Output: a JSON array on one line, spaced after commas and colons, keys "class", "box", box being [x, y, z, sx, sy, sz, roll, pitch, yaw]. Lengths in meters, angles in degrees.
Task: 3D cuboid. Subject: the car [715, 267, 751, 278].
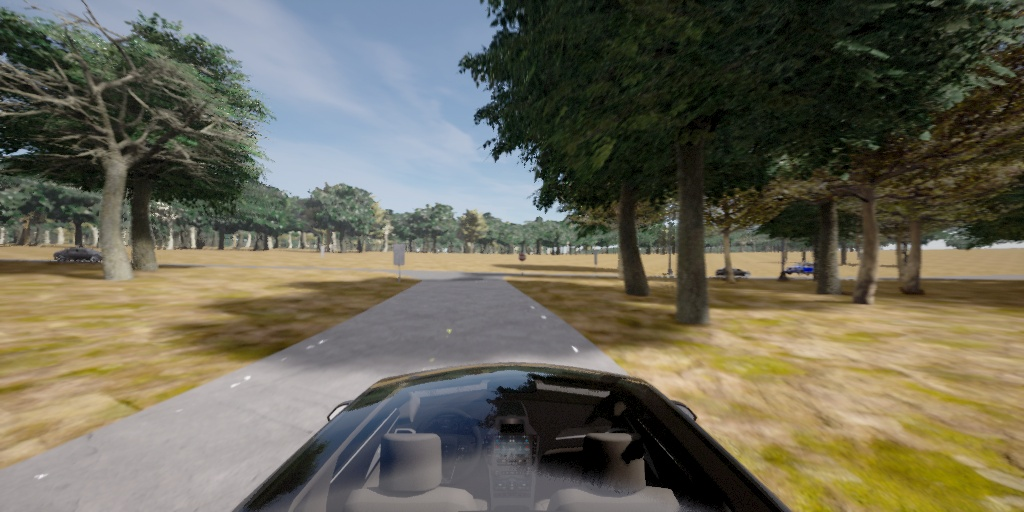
[{"class": "car", "box": [31.145, 2.324, 50.583, 4.892, 1.490, 1.837, 1, -2, -9]}]

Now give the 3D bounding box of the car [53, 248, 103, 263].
[{"class": "car", "box": [-45.230, -0.052, 38.100, 4.892, 1.490, 1.837, 2, -2, -9]}]
